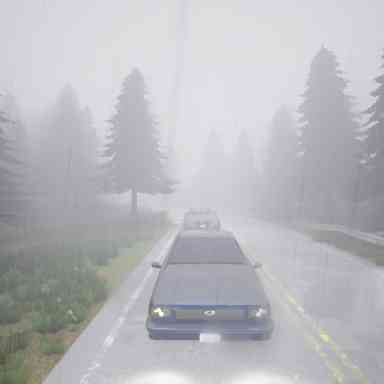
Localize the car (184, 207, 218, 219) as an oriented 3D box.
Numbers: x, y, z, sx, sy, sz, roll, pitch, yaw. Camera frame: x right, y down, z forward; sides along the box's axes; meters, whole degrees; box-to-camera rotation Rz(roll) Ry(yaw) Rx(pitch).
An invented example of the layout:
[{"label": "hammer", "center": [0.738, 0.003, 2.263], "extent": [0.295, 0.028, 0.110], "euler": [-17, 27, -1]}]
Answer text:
[{"label": "car", "center": [0.500, 1.584, 19.192], "extent": [1.994, 1.385, 4.181], "euler": [0, 0, -2]}]

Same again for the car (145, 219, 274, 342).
[{"label": "car", "center": [0.294, 1.558, 7.095], "extent": [2.033, 1.411, 5.357], "euler": [0, 0, 1]}]
